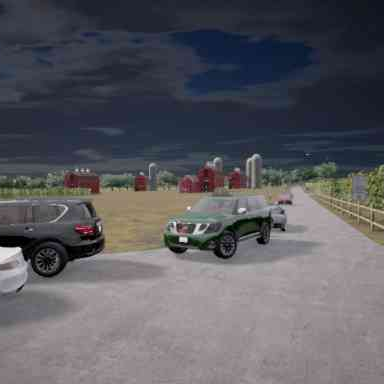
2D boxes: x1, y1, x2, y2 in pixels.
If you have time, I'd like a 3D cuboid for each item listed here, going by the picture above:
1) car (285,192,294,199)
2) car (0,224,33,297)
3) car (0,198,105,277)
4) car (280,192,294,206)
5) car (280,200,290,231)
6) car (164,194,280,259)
[{"bbox_3d":[21.865,0.695,74.402,1.837,1.490,4.892,0,1,18],"label":"car"},{"bbox_3d":[-5.676,1.615,6.211,4.674,1.442,1.812,-2,1,-23],"label":"car"},{"bbox_3d":[-5.390,1.231,9.622,5.566,2.045,2.150,-1,1,-4],"label":"car"},{"bbox_3d":[12.765,1.028,45.570,1.882,1.535,5.008,0,1,18],"label":"car"},{"bbox_3d":[4.367,1.388,19.043,1.994,1.385,4.181,0,0,17],"label":"car"},{"bbox_3d":[1.265,1.113,12.711,2.150,2.045,5.566,0,0,34],"label":"car"}]
